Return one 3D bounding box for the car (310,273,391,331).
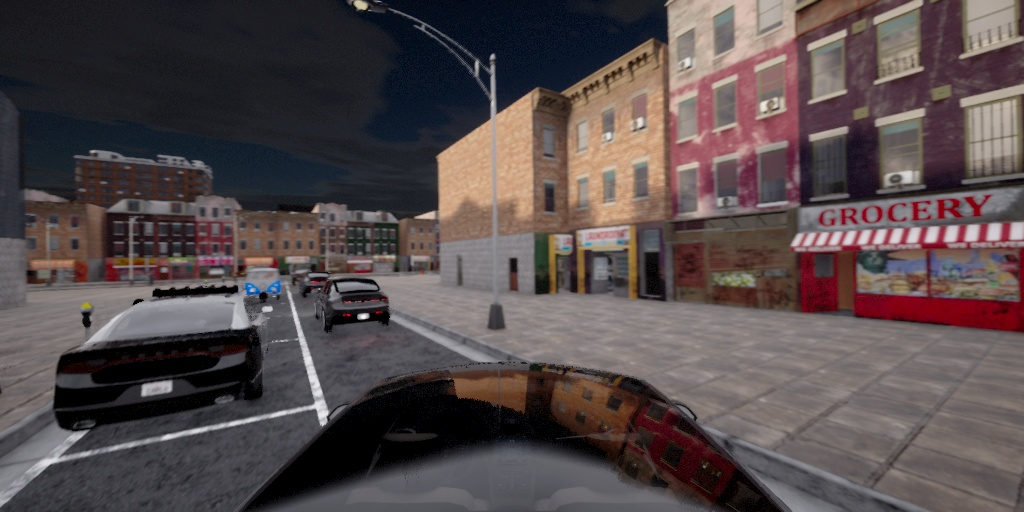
[{"bbox_3d":[-5.487,1.485,12.113,1.837,1.490,4.892,-1,-1,-33],"label":"car"}]

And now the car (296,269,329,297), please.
[{"bbox_3d":[-12.735,1.762,23.377,1.837,1.490,4.892,-1,-1,-33],"label":"car"}]

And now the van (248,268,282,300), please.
[{"bbox_3d":[-14.104,1.588,20.459,1.690,1.789,3.998,0,0,-33],"label":"van"}]

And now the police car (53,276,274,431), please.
[{"bbox_3d":[-5.377,1.331,6.196,1.930,1.638,5.238,-1,-1,-33],"label":"police car"}]

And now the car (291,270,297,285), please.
[{"bbox_3d":[-21.010,2.055,36.053,1.882,1.535,5.008,-1,-1,-33],"label":"car"}]
